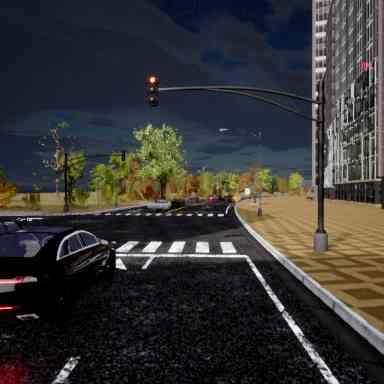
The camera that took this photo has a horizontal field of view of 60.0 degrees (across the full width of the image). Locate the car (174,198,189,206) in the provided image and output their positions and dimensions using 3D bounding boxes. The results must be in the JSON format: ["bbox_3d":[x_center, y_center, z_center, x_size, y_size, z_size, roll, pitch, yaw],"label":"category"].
[{"bbox_3d":[-2.261,1.604,53.241,1.895,1.301,4.718,0,0,9],"label":"car"}]

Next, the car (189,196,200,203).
[{"bbox_3d":[0.402,1.573,68.178,1.994,1.385,4.181,0,0,11],"label":"car"}]

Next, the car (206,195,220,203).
[{"bbox_3d":[4.416,1.366,71.136,2.097,1.767,4.553,0,0,12],"label":"car"}]

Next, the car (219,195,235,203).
[{"bbox_3d":[7.533,1.493,70.080,1.882,1.535,5.008,0,0,12],"label":"car"}]

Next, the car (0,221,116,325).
[{"bbox_3d":[-2.988,1.491,7.090,2.128,1.511,4.902,0,0,1],"label":"car"}]

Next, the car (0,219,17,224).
[{"bbox_3d":[-6.368,1.546,10.024,2.033,1.411,5.357,0,0,2],"label":"car"}]

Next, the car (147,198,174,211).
[{"bbox_3d":[-3.990,1.601,40.620,1.895,1.301,4.718,0,0,10],"label":"car"}]

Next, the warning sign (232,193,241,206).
[{"bbox_3d":[6.491,1.122,48.186,1.300,1.860,1.060,0,0,8],"label":"warning sign"}]

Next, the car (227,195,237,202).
[{"bbox_3d":[9.673,1.498,80.337,1.882,1.535,5.008,0,0,14],"label":"car"}]

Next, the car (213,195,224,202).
[{"bbox_3d":[6.379,1.495,80.528,1.882,1.535,5.008,0,0,14],"label":"car"}]
